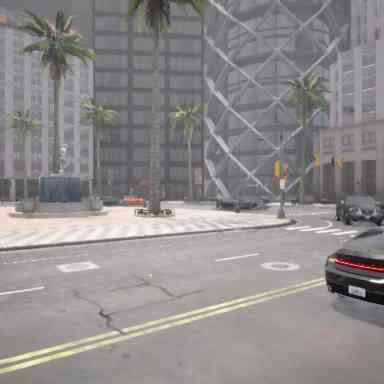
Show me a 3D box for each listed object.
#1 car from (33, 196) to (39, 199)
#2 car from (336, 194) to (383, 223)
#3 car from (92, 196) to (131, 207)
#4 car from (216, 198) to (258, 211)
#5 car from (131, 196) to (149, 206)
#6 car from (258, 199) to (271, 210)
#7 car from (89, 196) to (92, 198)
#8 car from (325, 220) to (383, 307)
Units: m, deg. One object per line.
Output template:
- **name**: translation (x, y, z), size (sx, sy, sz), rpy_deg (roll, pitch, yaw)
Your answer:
- **car**: translation (-28.454, 1.492, 61.334), size (4.902, 1.511, 2.128), rpy_deg (0, 0, -10)
- **car**: translation (11.599, 1.222, 23.292), size (2.150, 2.045, 5.566), rpy_deg (1, 0, 14)
- **car**: translation (-12.317, 1.351, 50.955), size (4.553, 1.767, 2.097), rpy_deg (0, 0, 10)
- **car**: translation (5.044, 1.478, 39.980), size (1.882, 1.535, 5.008), rpy_deg (0, 0, -40)
- **car**: translation (-9.206, 1.353, 53.741), size (4.553, 1.767, 2.097), rpy_deg (0, 0, 14)
- **car**: translation (7.706, 1.491, 42.157), size (2.128, 1.511, 4.902), rpy_deg (0, 0, -40)
- **car**: translation (-18.294, 1.478, 62.134), size (5.008, 1.535, 1.882), rpy_deg (0, 0, 2)
- **car**: translation (4.893, 1.505, 7.279), size (4.892, 1.490, 1.837), rpy_deg (0, 0, -35)
